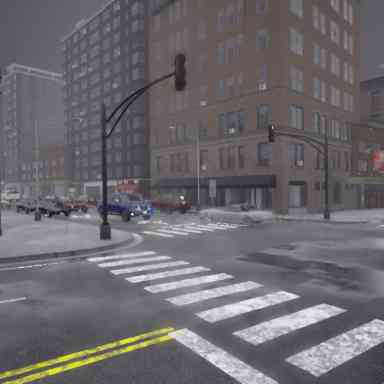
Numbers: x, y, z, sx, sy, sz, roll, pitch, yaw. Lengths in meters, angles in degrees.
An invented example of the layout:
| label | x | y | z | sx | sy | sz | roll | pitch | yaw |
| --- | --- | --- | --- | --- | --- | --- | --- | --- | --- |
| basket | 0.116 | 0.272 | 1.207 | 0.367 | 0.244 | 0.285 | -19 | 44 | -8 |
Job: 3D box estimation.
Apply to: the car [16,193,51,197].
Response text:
| label | x | y | z | sx | sy | sz | roll | pitch | yaw |
| --- | --- | --- | --- | --- | --- | --- | --- | --- | --- |
| car | -19.330 | 1.216 | 40.410 | 1.837 | 1.490 | 4.892 | -1 | 1 | -44 |

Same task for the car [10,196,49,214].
| label | x | y | z | sx | sy | sz | roll | pitch | yaw |
| --- | --- | --- | --- | --- | --- | --- | --- | --- | --- |
| car | -16.172 | 1.375 | 33.170 | 1.947 | 1.339 | 4.313 | 0 | 1 | -44 |

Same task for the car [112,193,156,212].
| label | x | y | z | sx | sy | sz | roll | pitch | yaw |
| --- | --- | --- | --- | --- | --- | --- | --- | --- | --- |
| car | -6.220 | 1.045 | 35.139 | 2.192 | 1.841 | 5.009 | 0 | 1 | -44 |

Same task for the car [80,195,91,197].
| label | x | y | z | sx | sy | sz | roll | pitch | yaw |
| --- | --- | --- | --- | --- | --- | --- | --- | --- | --- |
| car | -13.877 | 1.084 | 43.059 | 1.967 | 1.590 | 4.097 | 0 | 1 | -44 |

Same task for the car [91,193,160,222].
| label | x | y | z | sx | sy | sz | roll | pitch | yaw |
| --- | --- | --- | --- | --- | --- | --- | --- | --- | --- |
| car | -5.297 | 1.090 | 25.873 | 2.150 | 2.045 | 5.566 | -1 | 1 | -44 |

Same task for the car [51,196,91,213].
| label | x | y | z | sx | sy | sz | roll | pitch | yaw |
| --- | --- | --- | --- | --- | --- | --- | --- | --- | --- |
| car | -12.061 | 1.395 | 32.872 | 1.895 | 1.301 | 4.718 | -1 | 1 | -44 |

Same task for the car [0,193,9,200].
| label | x | y | z | sx | sy | sz | roll | pitch | yaw |
| --- | --- | --- | --- | --- | --- | --- | --- | --- | --- |
| car | -40.676 | 0.886 | 70.775 | 1.947 | 1.339 | 4.313 | 0 | 1 | -44 |

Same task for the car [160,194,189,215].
| label | x | y | z | sx | sy | sz | roll | pitch | yaw |
| --- | --- | --- | --- | --- | --- | --- | --- | --- | --- |
| car | -2.391 | 1.087 | 31.180 | 2.192 | 1.841 | 5.009 | 0 | 1 | -44 |

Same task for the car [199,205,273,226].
| label | x | y | z | sx | sy | sz | roll | pitch | yaw |
| --- | --- | --- | --- | --- | --- | --- | --- | --- | --- |
| car | 2.834 | 1.485 | 22.114 | 4.718 | 1.301 | 1.895 | 0 | 1 | 34 |

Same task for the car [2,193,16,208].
| label | x | y | z | sx | sy | sz | roll | pitch | yaw |
| --- | --- | --- | --- | --- | --- | --- | --- | --- | --- |
| car | -23.709 | 1.248 | 40.964 | 1.752 | 1.417 | 4.829 | 0 | 1 | -44 |

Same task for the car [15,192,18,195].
| label | x | y | z | sx | sy | sz | roll | pitch | yaw |
| --- | --- | --- | --- | --- | --- | --- | --- | --- | --- |
| car | -29.191 | 1.044 | 58.898 | 1.802 | 1.307 | 4.206 | 0 | 1 | -44 |

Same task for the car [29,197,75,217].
| label | x | y | z | sx | sy | sz | roll | pitch | yaw |
| --- | --- | --- | --- | --- | --- | --- | --- | --- | --- |
| car | -12.344 | 1.418 | 29.211 | 1.947 | 1.339 | 4.313 | 0 | 1 | -44 |

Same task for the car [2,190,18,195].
| label | x | y | z | sx | sy | sz | roll | pitch | yaw |
| --- | --- | --- | --- | --- | --- | --- | --- | --- | --- |
| car | -31.865 | 0.712 | 57.953 | 2.150 | 2.045 | 5.566 | -1 | 1 | -44 |
